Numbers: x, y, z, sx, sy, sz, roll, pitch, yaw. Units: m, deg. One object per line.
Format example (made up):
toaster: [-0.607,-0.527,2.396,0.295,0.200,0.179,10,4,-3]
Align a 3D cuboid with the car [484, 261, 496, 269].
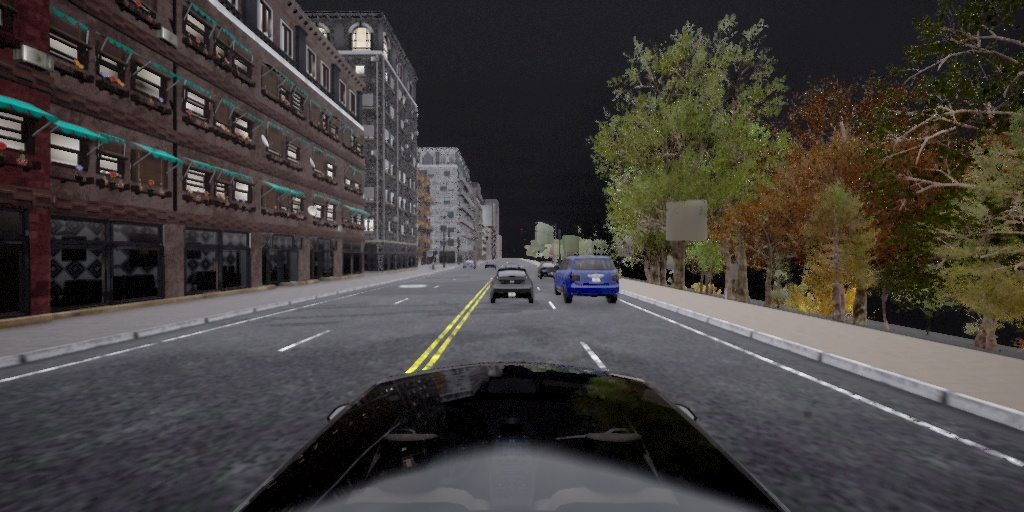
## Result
car: [-3.250,1.417,55.471,1.895,1.301,4.718,0,0,0]

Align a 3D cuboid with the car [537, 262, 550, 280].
car: [3.250,1.235,31.500,1.882,1.535,5.008,0,0,0]

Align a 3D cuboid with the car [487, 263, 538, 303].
car: [0.000,1.264,16.500,1.837,1.490,4.892,0,0,0]

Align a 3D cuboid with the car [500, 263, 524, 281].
car: [0.000,1.322,31.500,1.994,1.385,4.181,0,0,0]

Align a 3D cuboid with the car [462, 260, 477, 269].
car: [-6.500,1.322,55.502,1.812,1.442,4.674,0,0,0]

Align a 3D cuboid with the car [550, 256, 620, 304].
car: [3.250,1.005,16.530,2.150,2.045,5.566,0,0,0]
